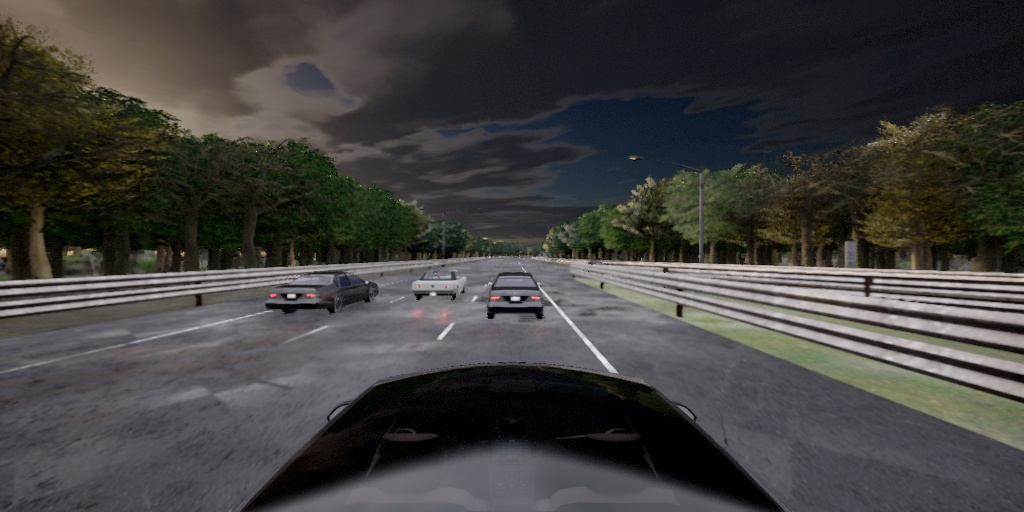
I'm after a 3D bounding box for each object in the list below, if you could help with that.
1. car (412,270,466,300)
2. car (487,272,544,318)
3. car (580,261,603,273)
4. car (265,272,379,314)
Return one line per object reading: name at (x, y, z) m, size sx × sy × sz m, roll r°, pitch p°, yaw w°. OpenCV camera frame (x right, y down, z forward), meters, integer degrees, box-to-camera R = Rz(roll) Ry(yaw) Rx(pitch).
car at (-3.400, 1.353, 17.690) m, size 1.895 × 1.301 × 4.718 m, roll 0°, pitch 0°, yaw 0°
car at (0.101, 1.299, 13.017) m, size 2.033 × 1.411 × 5.357 m, roll 0°, pitch 0°, yaw 0°
car at (9.761, 1.350, 42.822) m, size 1.812 × 1.442 × 4.674 m, roll 0°, pitch 0°, yaw -11°
car at (-6.902, 1.299, 13.728) m, size 2.033 × 1.411 × 5.357 m, roll 0°, pitch 0°, yaw 0°
